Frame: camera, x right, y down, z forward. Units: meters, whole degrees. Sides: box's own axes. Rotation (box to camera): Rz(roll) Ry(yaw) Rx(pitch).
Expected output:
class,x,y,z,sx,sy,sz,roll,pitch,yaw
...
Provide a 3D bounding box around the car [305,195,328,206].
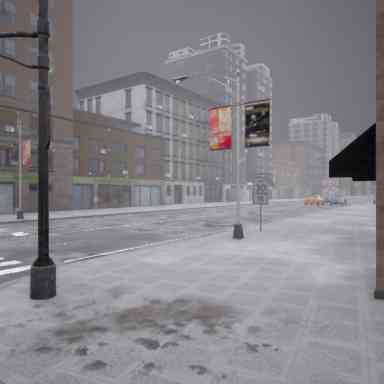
class,x,y,z,sx,sy,sz,roll,pitch,yaw
car,19.300,1.181,52.250,2.097,1.767,4.553,0,0,35

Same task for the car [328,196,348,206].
class,x,y,z,sx,sy,sz,roll,pitch,yaw
car,22.728,1.376,51.466,2.033,1.411,5.357,0,0,34

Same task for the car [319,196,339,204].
class,x,y,z,sx,sy,sz,roll,pitch,yaw
car,24.889,1.373,60.272,2.033,1.411,5.357,0,0,37
